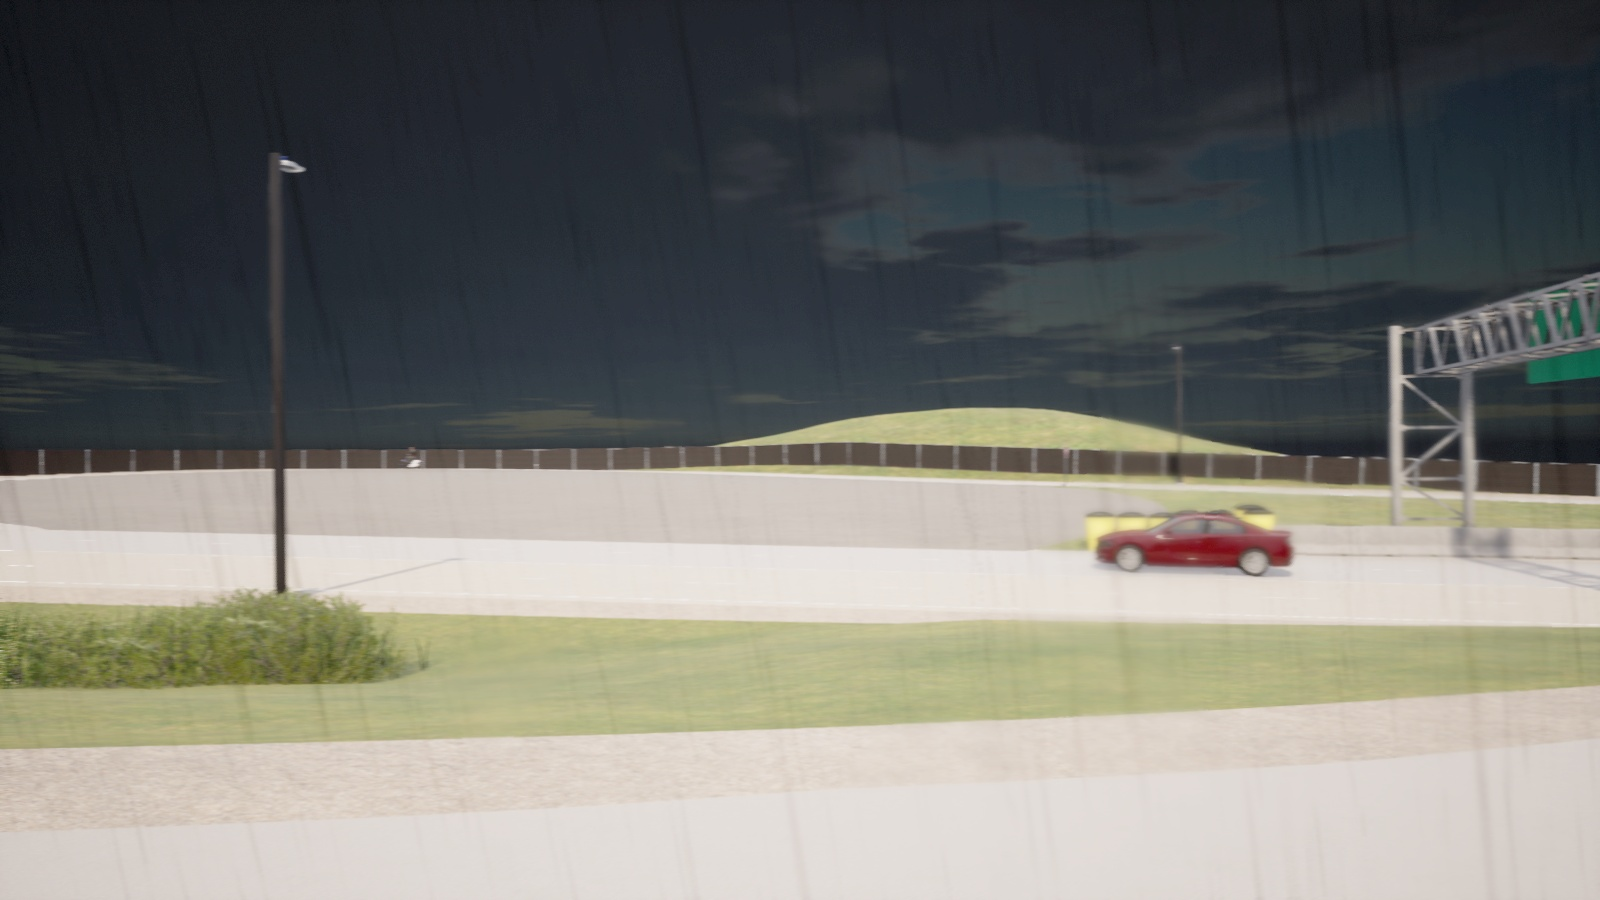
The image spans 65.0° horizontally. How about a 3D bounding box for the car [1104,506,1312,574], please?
[{"bbox_3d":[10.528,2.315,32.793,5.008,1.535,1.882,0,1,13],"label":"car"}]
